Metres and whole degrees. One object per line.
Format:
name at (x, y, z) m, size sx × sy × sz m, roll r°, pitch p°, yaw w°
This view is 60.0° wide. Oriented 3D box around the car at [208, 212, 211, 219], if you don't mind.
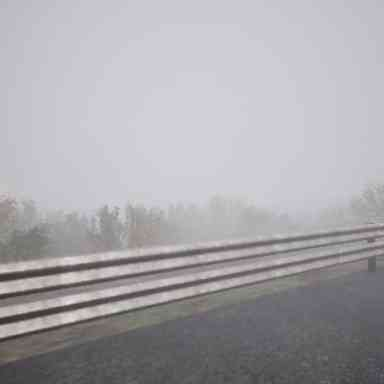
car at (4.239, 4.443, 62.012) m, size 4.892 × 1.490 × 1.837 m, roll -4°, pitch 3°, yaw -20°
